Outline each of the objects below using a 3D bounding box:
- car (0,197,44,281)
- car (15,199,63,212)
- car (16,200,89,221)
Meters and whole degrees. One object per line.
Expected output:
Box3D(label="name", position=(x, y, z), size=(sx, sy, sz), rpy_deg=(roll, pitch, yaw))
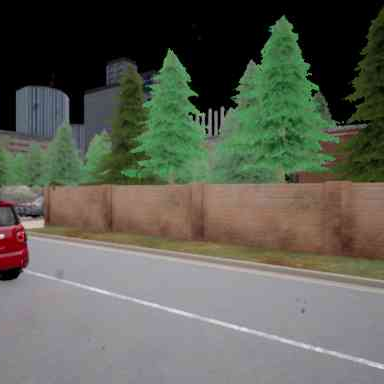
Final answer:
Box3D(label="car", position=(-6.419, 1.199, 8.539), size=(5.566, 2.045, 2.150), rpy_deg=(0, 0, 36))
Box3D(label="car", position=(-17.368, 1.519, 37.926), size=(1.895, 1.301, 4.718), rpy_deg=(0, 0, 35))
Box3D(label="car", position=(-11.657, 1.489, 28.197), size=(2.033, 1.411, 5.357), rpy_deg=(0, 0, 41))
